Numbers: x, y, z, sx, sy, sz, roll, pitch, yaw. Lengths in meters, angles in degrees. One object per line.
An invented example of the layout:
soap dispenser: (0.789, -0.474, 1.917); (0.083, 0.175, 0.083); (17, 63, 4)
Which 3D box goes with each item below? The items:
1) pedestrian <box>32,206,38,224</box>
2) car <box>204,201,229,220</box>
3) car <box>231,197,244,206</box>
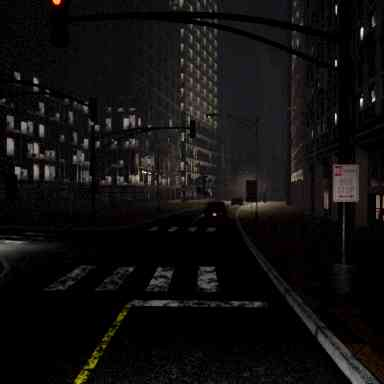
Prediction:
pedestrian: (-9.371, 1.345, 19.865); (0.500, 1.100, 0.500); (0, 0, 17)
car: (2.138, 1.545, 29.017); (1.837, 1.490, 4.892); (0, 0, 7)
car: (8.115, 1.701, 59.226); (1.837, 1.490, 4.892); (0, 0, 15)
